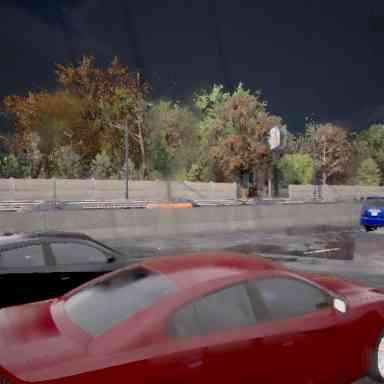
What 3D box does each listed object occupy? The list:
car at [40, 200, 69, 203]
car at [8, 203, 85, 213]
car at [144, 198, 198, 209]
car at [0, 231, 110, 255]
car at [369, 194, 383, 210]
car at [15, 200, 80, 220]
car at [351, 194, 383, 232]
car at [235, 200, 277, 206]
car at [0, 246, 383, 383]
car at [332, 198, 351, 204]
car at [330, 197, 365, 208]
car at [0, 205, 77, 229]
[{"bbox_3d":[-10.886,1.492,25.837,4.902,1.511,2.128,0,0,-30],"label":"car"},{"bbox_3d":[-8.566,1.547,19.085,5.357,1.411,2.033,0,0,-30],"label":"car"},{"bbox_3d":[-2.179,1.352,30.902,4.553,1.767,2.097,0,0,-30],"label":"car"},{"bbox_3d":[-2.470,1.478,6.207,5.008,1.535,1.882,0,0,-30],"label":"car"},{"bbox_3d":[25.550,1.228,42.980,5.566,2.045,2.150,0,0,-30],"label":"car"},{"bbox_3d":[-12.537,1.478,28.927,5.008,1.535,1.882,0,0,-30],"label":"car"},{"bbox_3d":[11.732,1.220,18.518,5.566,2.045,2.150,0,0,-30],"label":"car"},{"bbox_3d":[6.955,1.548,36.217,5.357,1.411,2.033,0,0,-30],"label":"car"},{"bbox_3d":[0.473,1.477,3.870,5.008,1.535,1.882,0,0,-30],"label":"car"},{"bbox_3d":[21.560,1.496,44.709,4.902,1.511,2.128,0,0,-30],"label":"car"},{"bbox_3d":[23.323,1.556,49.781,5.357,1.411,2.033,0,0,-30],"label":"car"},{"bbox_3d":[-10.276,1.601,22.148,4.718,1.301,1.895,0,0,-30],"label":"car"}]
